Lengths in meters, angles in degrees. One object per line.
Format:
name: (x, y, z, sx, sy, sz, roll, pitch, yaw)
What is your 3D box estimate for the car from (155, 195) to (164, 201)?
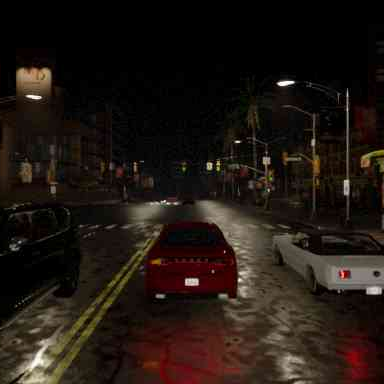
car: (-7.838, 1.524, 81.013, 1.812, 1.442, 4.674, 0, 0, -1)

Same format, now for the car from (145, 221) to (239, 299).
car: (-0.014, 1.478, 8.494, 1.882, 1.535, 5.008, 0, 0, 0)

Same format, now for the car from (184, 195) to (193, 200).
car: (-0.991, 1.525, 94.415, 2.128, 1.511, 4.902, 0, 0, -4)

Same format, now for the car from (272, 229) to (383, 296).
car: (3.488, 1.601, 8.594, 1.895, 1.301, 4.718, 0, 0, 0)

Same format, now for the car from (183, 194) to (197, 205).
car: (-0.580, 1.564, 60.152, 1.994, 1.385, 4.181, 0, 0, 0)

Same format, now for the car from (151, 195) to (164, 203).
car: (-7.739, 1.540, 71.518, 2.033, 1.411, 5.357, 0, 0, -1)

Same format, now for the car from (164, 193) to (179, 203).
car: (-4.236, 1.355, 71.260, 2.097, 1.767, 4.553, 0, 0, -1)

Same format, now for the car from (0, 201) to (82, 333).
car: (-3.633, 1.221, 5.632, 2.150, 2.045, 5.566, 0, 0, 0)

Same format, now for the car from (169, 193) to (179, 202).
car: (-4.334, 1.225, 80.599, 2.150, 2.045, 5.566, 0, 0, -1)

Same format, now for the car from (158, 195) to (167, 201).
car: (-7.946, 1.525, 91.128, 2.128, 1.511, 4.902, 0, 0, -1)
